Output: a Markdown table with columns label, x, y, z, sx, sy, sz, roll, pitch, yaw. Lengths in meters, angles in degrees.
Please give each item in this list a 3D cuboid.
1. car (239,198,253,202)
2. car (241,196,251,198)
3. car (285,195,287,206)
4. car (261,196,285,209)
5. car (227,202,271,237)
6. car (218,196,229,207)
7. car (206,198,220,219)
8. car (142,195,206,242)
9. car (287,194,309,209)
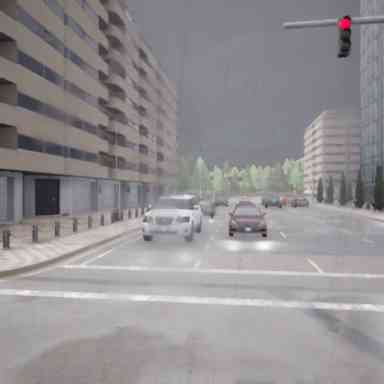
| label | x | y | z | sx | sy | sz | roll | pitch | yaw |
| --- | --- | --- | --- | --- | --- | --- | --- | --- | --- |
| car | 4.886 | 1.505 | 30.342 | 1.994 | 1.385 | 4.181 | 0 | 0 | 9 |
| car | 7.893 | 1.401 | 48.738 | 1.882 | 1.535 | 5.008 | 0 | 0 | 9 |
| car | 15.839 | 1.264 | 54.130 | 2.097 | 1.767 | 4.553 | 0 | 0 | 9 |
| car | 10.902 | 1.276 | 44.969 | 2.097 | 1.767 | 4.553 | 0 | 0 | 9 |
| car | 2.957 | 1.481 | 17.851 | 1.812 | 1.442 | 4.674 | 0 | 0 | 8 |
| car | 4.505 | 1.444 | 49.702 | 1.837 | 1.490 | 4.892 | 0 | 0 | 9 |
| car | 1.099 | 1.472 | 28.807 | 1.812 | 1.442 | 4.674 | 0 | 0 | 9 |
| car | -0.787 | 1.180 | 16.460 | 2.150 | 2.045 | 5.566 | 0 | 0 | 8 |
| car | 14.311 | 1.414 | 44.140 | 2.128 | 1.511 | 4.902 | 0 | 0 | 10 |
